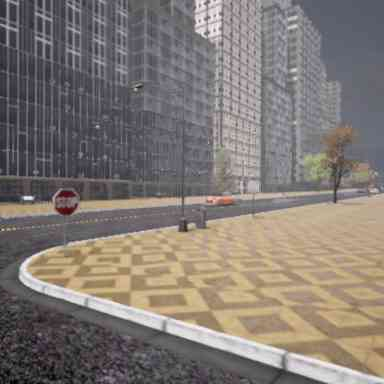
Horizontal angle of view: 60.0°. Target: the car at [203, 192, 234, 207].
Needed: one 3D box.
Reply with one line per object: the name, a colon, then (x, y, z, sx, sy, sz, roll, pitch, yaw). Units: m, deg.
car: (3.175, 0.770, 39.485, 2.097, 1.767, 4.553, 1, 1, 36)
